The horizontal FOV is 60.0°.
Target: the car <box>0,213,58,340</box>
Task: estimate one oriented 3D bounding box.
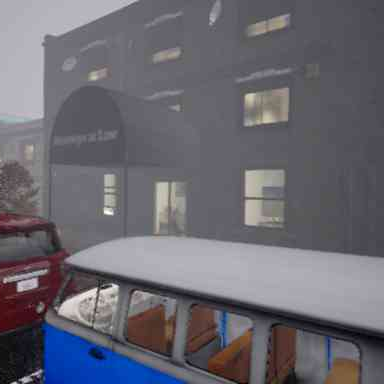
[{"bbox_3d":[-4.106,1.302,5.783,5.009,1.841,2.192,0,1,35],"label":"car"}]

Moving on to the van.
[{"bbox_3d":[0.489,1.340,2.507,3.998,1.788,1.690,0,1,35],"label":"van"}]
